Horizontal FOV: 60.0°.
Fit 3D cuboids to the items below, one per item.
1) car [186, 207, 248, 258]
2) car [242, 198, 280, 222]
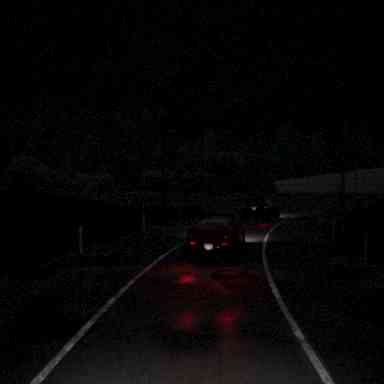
[{"bbox_3d":[1.019,1.546,12.880,1.812,1.442,4.674,0,1,12],"label":"car"},{"bbox_3d":[5.319,1.203,25.449,2.097,1.767,4.553,1,1,26],"label":"car"}]
